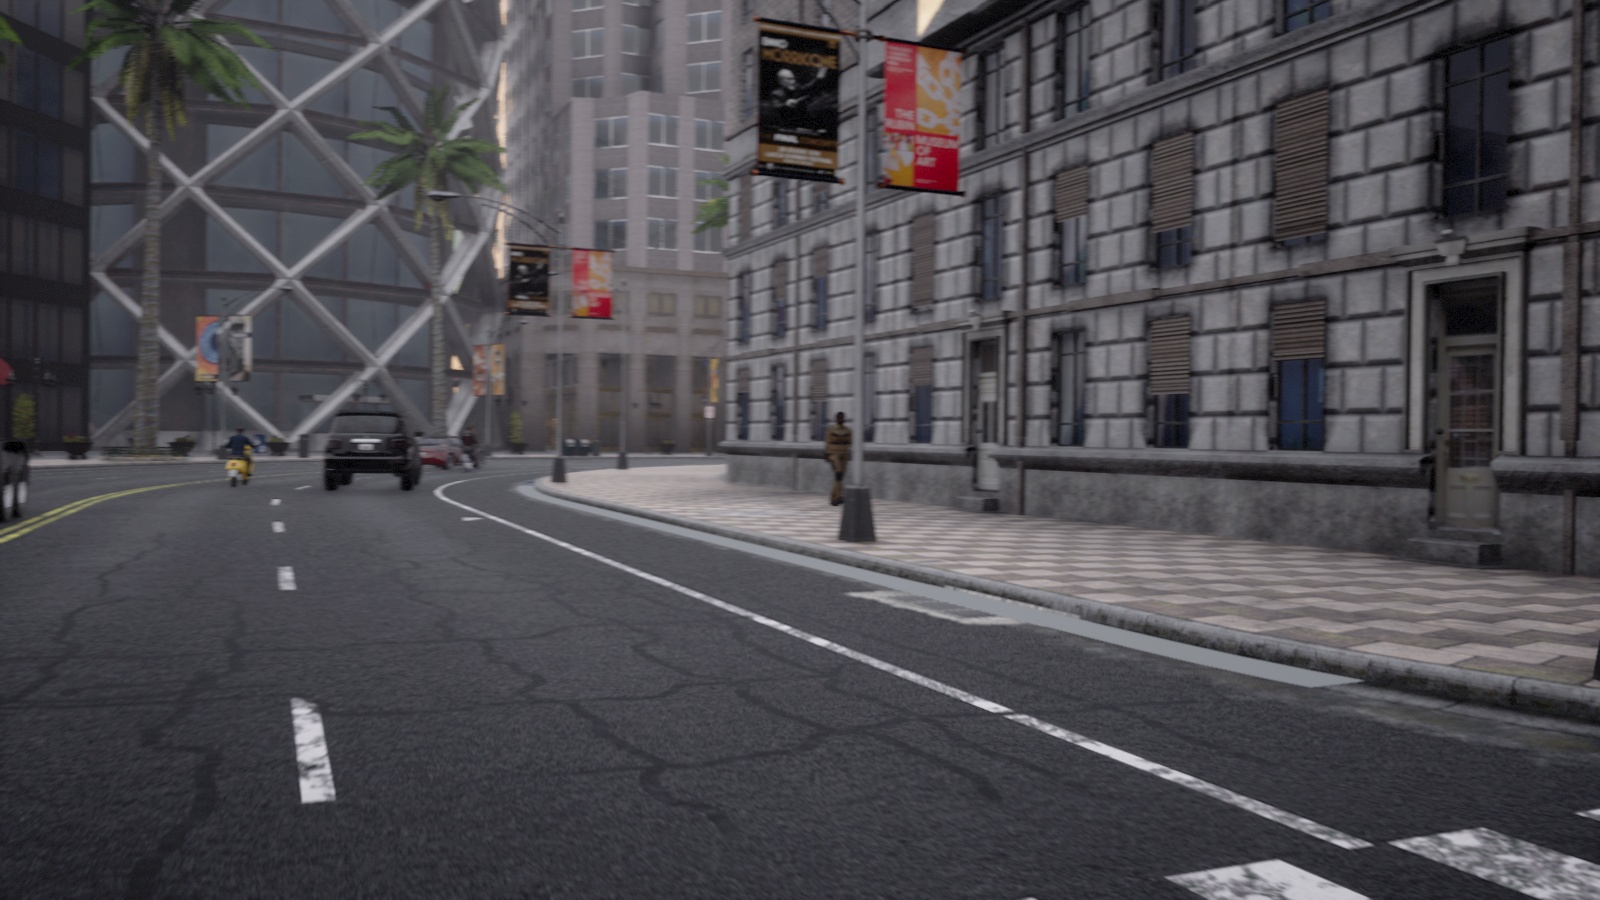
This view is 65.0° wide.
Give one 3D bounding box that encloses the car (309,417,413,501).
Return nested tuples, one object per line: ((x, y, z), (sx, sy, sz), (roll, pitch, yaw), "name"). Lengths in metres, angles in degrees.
((-11.593, 0.188, 33.519), (2.150, 2.045, 5.566), (-1, 1, -14), "car")

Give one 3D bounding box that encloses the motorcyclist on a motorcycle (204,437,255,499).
((-15.065, 0.448, 33.189), (0.866, 1.590, 1.817), (0, 1, -13), "motorcyclist on a motorcycle")

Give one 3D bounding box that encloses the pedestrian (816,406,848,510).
((0.602, 0.146, 23.784), (0.396, 1.930, 0.692), (-1, 1, -17), "pedestrian")

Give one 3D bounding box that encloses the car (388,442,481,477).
((-15.031, 0.370, 51.887), (1.994, 1.385, 4.181), (0, 1, 11), "car")

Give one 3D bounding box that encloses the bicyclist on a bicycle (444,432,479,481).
((-12.375, 0.220, 45.904), (0.659, 1.776, 1.843), (0, 1, 4), "bicyclist on a bicycle")

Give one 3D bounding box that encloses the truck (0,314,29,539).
((-13.101, -0.341, 17.499), (2.891, 3.462, 7.936), (-1, 1, -23), "truck")
